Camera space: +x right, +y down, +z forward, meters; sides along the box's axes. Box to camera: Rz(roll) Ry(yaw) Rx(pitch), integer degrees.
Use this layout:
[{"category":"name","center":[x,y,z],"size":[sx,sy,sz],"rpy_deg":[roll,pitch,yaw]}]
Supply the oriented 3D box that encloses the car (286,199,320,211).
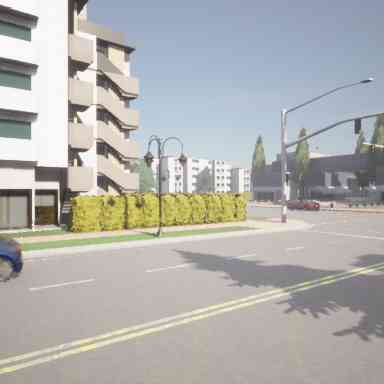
[{"category":"car","center":[13.237,1.564,40.108],"size":[1.994,1.385,4.181],"rpy_deg":[0,0,-38]}]

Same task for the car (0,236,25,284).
[{"category":"car","center":[-6.388,1.564,8.034],"size":[4.181,1.385,1.994],"rpy_deg":[0,0,-36]}]
